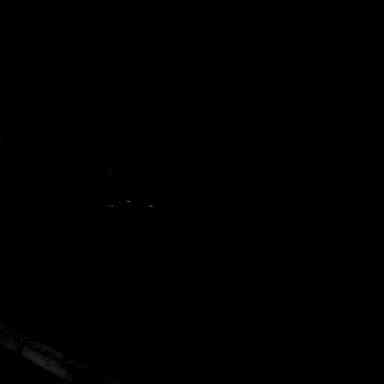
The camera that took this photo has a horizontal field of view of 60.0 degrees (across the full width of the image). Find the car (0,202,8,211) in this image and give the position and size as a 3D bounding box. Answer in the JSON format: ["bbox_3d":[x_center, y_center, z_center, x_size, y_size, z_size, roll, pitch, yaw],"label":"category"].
[{"bbox_3d":[-22.214,1.562,40.712,1.994,1.385,4.181,0,0,38],"label":"car"}]

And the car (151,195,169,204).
[{"bbox_3d":[-5.837,1.332,55.443,1.837,1.490,4.892,0,0,39],"label":"car"}]

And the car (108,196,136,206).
[{"bbox_3d":[-11.127,1.430,54.463,2.033,1.411,5.357,0,1,39],"label":"car"}]

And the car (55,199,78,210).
[{"bbox_3d":[-16.971,1.538,41.630,2.033,1.411,5.357,0,0,39],"label":"car"}]
